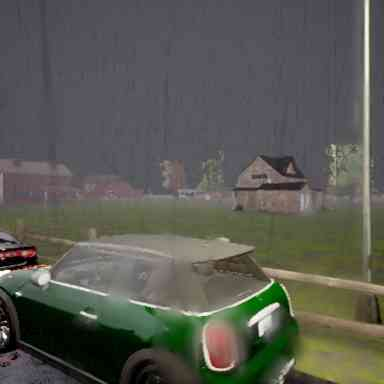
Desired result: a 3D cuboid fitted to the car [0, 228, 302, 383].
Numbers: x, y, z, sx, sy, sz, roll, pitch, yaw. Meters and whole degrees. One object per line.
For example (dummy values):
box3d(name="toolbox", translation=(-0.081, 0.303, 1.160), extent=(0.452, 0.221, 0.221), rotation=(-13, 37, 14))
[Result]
box3d(name="car", translation=(-0.958, 1.387, 4.672), extent=(4.553, 1.767, 2.097), rotation=(0, -1, 36))
